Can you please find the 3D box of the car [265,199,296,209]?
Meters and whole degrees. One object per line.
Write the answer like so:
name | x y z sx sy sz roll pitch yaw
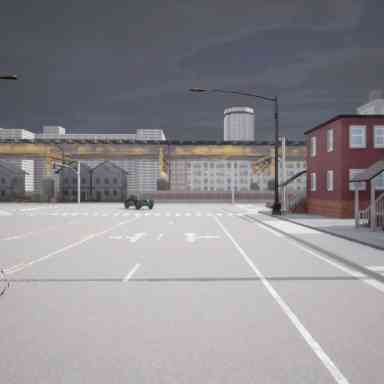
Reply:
car | 11.784 1.547 40.923 5.357 1.411 2.033 0 0 4

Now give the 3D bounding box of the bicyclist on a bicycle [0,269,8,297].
bicyclist on a bicycle | -4.677 1.453 6.981 1.656 1.620 0.582 -1 0 1

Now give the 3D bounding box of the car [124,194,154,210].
car | -7.004 1.221 43.846 2.150 2.045 5.566 0 0 -35
